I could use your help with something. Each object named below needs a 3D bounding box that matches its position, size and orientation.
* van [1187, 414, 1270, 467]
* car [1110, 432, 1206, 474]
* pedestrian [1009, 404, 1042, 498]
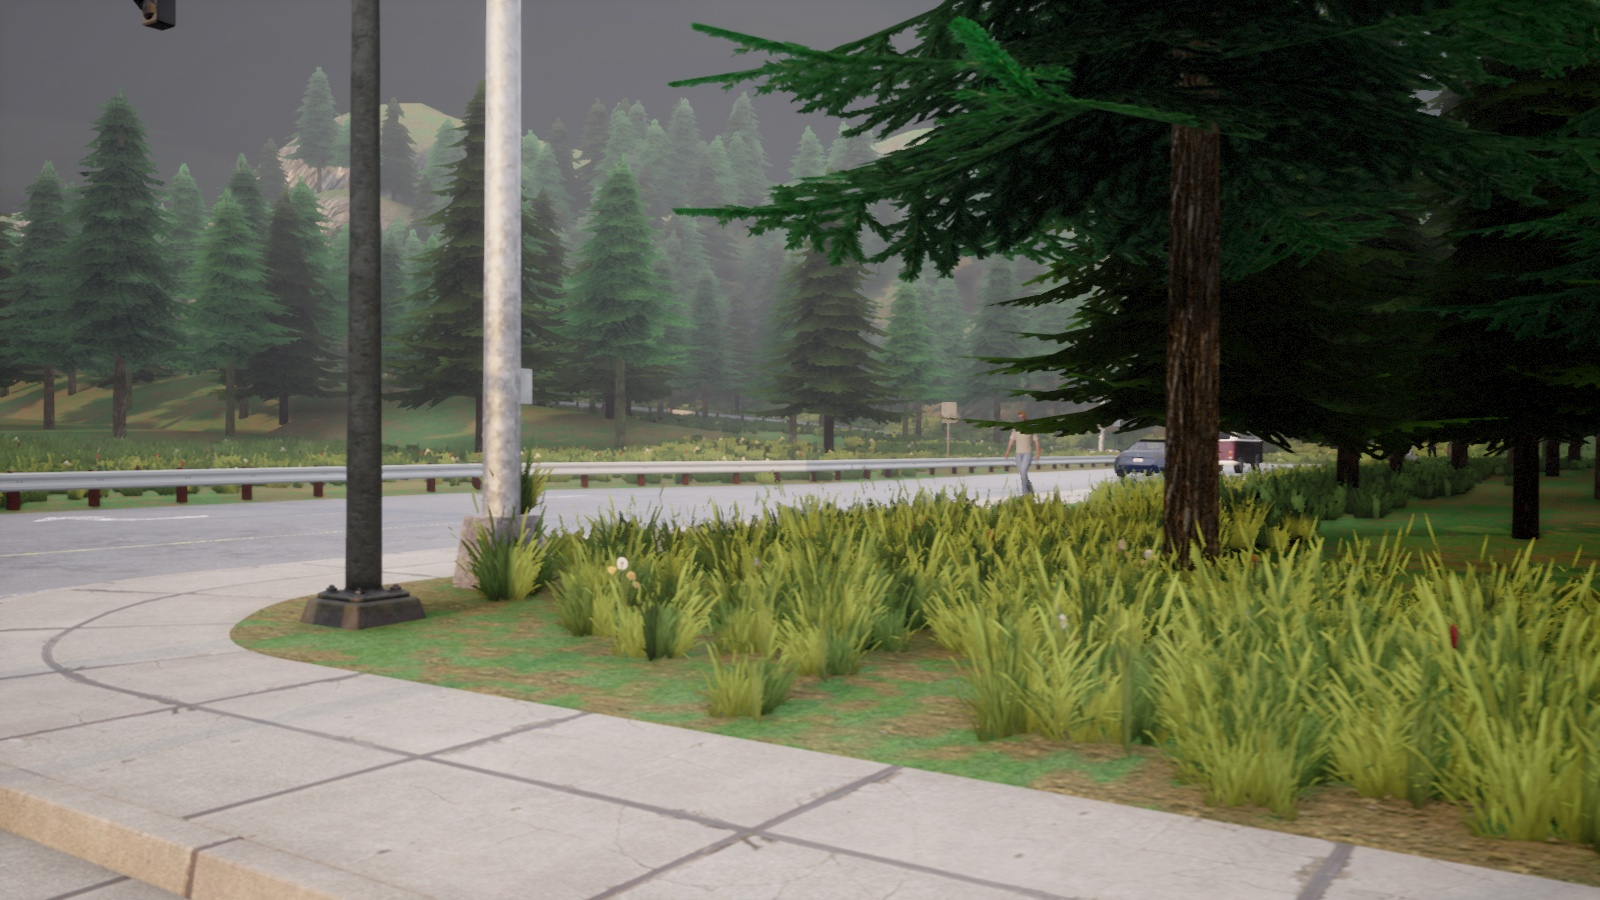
[{"bbox_3d":[17.637,-0.405,51.575,2.069,2.038,4.480,0,1,35],"label":"van"},{"bbox_3d":[12.725,0.077,44.498,1.994,1.385,4.181,0,1,35],"label":"car"},{"bbox_3d":[4.474,0.008,24.922,0.354,1.836,0.706,0,1,36],"label":"pedestrian"}]
